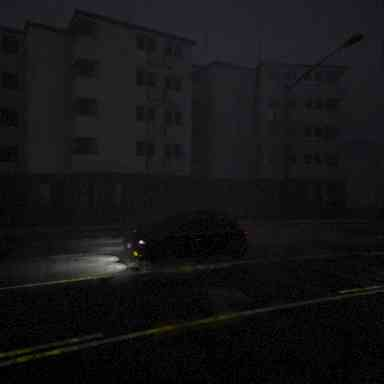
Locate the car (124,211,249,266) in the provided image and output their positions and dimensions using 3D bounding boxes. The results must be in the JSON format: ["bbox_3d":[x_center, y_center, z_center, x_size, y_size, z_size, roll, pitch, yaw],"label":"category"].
[{"bbox_3d":[-0.151,1.534,11.354,4.181,1.385,1.994,0,0,-24],"label":"car"}]

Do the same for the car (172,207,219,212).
[{"bbox_3d":[-0.193,1.466,15.153,4.892,1.490,1.837,0,0,-22],"label":"car"}]
